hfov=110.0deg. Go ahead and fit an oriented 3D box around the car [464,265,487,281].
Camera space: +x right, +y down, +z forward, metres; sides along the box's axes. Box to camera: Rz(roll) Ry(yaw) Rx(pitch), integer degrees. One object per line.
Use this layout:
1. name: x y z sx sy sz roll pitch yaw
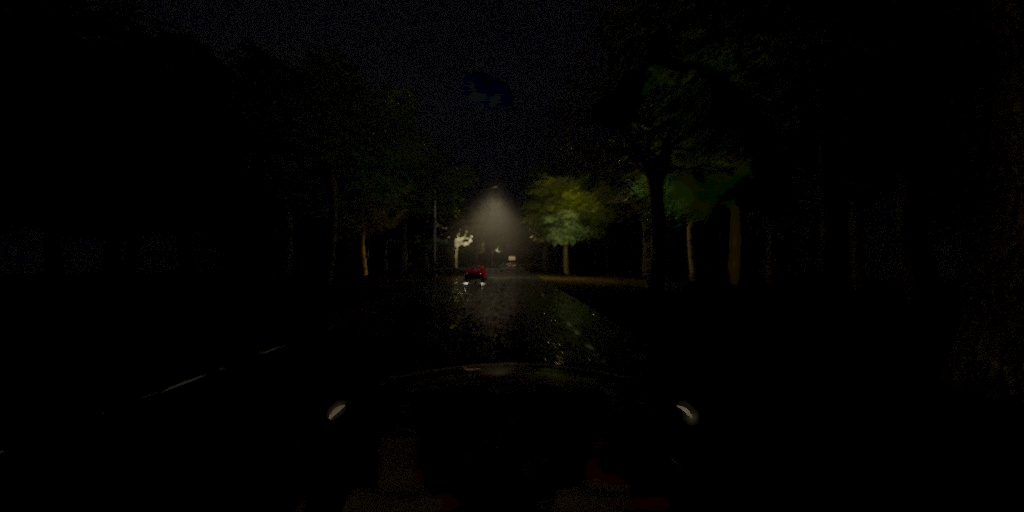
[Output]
1. car: -3.581 1.665 35.948 1.882 1.535 5.008 0 -1 0
